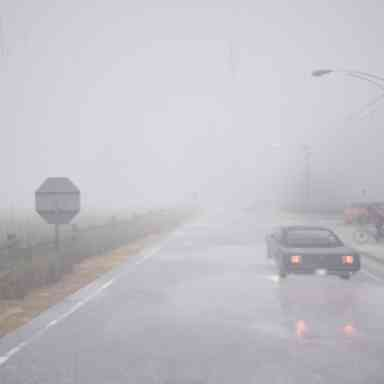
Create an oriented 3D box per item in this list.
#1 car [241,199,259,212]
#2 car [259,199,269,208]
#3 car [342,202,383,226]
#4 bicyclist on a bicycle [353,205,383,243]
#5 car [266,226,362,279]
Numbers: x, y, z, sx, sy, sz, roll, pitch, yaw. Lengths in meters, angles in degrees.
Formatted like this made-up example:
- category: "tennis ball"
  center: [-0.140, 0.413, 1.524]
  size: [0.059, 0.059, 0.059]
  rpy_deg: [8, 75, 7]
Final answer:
- category: "car"
  center: [7.763, 2.009, 45.822]
  size: [1.812, 1.442, 4.674]
  rpy_deg: [-1, -1, 6]
- category: "car"
  center: [12.410, 2.067, 61.306]
  size: [1.882, 1.535, 5.008]
  rpy_deg: [-1, -1, 41]
- category: "car"
  center: [13.466, 1.497, 24.074]
  size: [4.553, 1.767, 2.097]
  rpy_deg: [-1, 0, -3]
- category: "bicyclist on a bicycle"
  center: [7.687, 1.391, 14.124]
  size: [1.656, 1.620, 0.582]
  rpy_deg: [-1, -1, 7]
- category: "car"
  center: [3.421, 1.695, 10.327]
  size: [1.895, 1.301, 4.718]
  rpy_deg: [-1, -1, 7]
